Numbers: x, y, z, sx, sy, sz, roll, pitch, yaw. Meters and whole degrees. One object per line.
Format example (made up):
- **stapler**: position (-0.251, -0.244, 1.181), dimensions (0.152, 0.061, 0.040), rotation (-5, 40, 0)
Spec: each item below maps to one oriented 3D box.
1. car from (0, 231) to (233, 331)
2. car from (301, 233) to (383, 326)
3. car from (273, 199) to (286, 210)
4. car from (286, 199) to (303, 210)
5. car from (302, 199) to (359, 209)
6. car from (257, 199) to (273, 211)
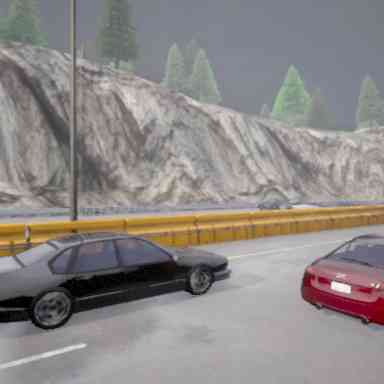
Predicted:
- **car**: position (-1.682, 1.544, 6.872), dimensions (5.357, 1.411, 2.033), rotation (0, 0, -35)
- **car**: position (4.113, 1.547, 6.692), dimensions (4.181, 1.385, 1.994), rotation (0, 0, -35)
- **car**: position (11.646, 1.454, 36.656), dimensions (4.674, 1.442, 1.812), rotation (0, 0, -28)
- **car**: position (12.010, 1.533, 32.868), dimensions (4.718, 1.301, 1.895), rotation (0, 0, -29)
- **car**: position (12.547, 1.483, 29.165), dimensions (5.357, 1.411, 2.033), rotation (0, 0, -30)
- **car**: position (9.841, 1.493, 39.622), dimensions (4.181, 1.385, 1.994), rotation (0, 0, -29)
